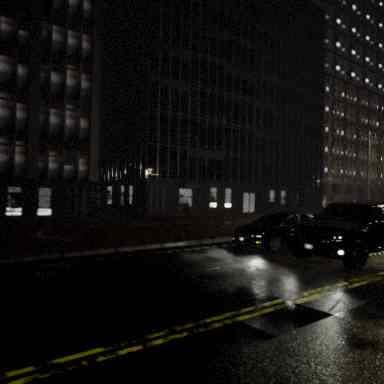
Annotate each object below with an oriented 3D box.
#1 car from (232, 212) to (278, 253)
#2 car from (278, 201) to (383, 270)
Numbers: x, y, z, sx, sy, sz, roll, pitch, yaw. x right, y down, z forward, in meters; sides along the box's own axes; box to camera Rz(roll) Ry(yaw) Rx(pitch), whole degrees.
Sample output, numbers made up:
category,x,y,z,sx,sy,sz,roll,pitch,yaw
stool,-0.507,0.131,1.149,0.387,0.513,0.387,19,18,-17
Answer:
category,x,y,z,sx,sy,sz,roll,pitch,yaw
car,3.922,1.622,14.455,4.892,1.490,1.837,1,0,-35
car,5.833,1.339,11.825,5.566,2.045,2.150,1,0,-35
